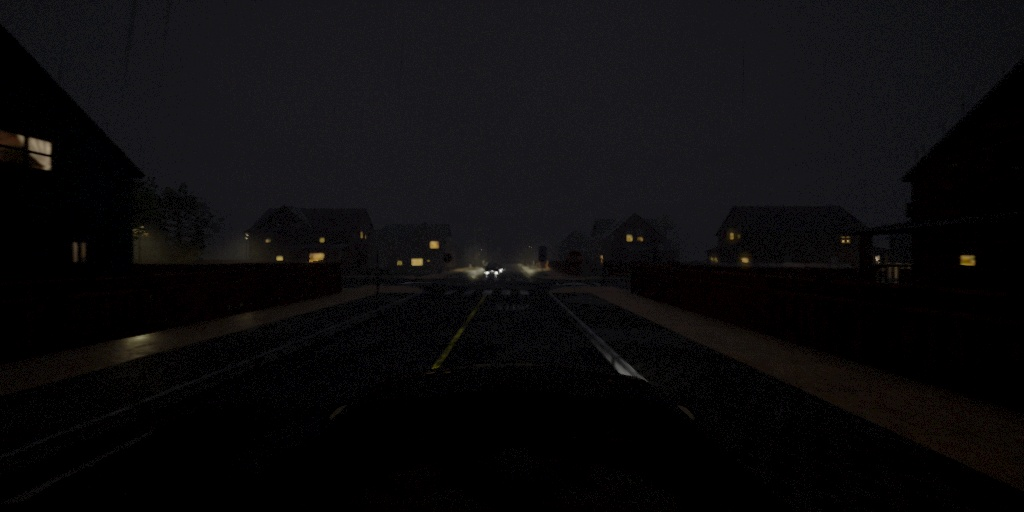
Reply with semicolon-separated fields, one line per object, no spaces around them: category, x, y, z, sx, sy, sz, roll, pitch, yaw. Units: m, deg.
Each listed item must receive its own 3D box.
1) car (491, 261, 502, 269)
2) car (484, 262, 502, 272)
car;-2.762;1.659;65.267;1.895;1.301;4.718;0;0;0
car;-2.760;1.514;49.995;2.033;1.411;5.357;0;0;0
